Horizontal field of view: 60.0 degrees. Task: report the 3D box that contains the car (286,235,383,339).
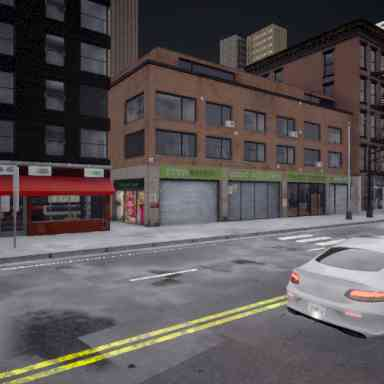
[{"bbox_3d":[3.719,1.526,6.094,4.674,1.442,1.812,0,0,-34],"label":"car"}]
